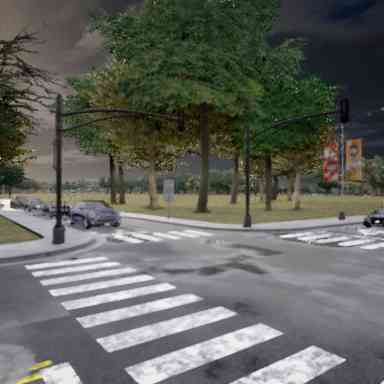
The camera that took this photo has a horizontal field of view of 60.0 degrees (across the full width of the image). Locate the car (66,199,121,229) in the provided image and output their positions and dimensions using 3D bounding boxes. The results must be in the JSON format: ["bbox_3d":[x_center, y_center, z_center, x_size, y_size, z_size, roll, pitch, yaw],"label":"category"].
[{"bbox_3d":[-6.251,1.324,21.366,2.097,1.767,4.553,0,0,-35],"label":"car"}]

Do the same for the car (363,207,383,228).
[{"bbox_3d":[12.432,1.549,20.518,4.181,1.385,1.994,0,0,-35],"label":"car"}]

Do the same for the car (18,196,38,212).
[{"bbox_3d":[-17.775,1.442,37.596,2.128,1.511,4.902,0,0,-35],"label":"car"}]

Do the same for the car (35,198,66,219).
[{"bbox_3d":[-11.997,1.507,29.454,2.033,1.411,5.357,0,0,-35],"label":"car"}]

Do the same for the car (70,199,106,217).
[{"bbox_3d":[-9.987,1.465,31.716,1.837,1.490,4.892,0,0,-35],"label":"car"}]

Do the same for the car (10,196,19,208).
[{"bbox_3d":[-23.682,1.296,45.973,2.097,1.767,4.553,0,0,-35],"label":"car"}]
